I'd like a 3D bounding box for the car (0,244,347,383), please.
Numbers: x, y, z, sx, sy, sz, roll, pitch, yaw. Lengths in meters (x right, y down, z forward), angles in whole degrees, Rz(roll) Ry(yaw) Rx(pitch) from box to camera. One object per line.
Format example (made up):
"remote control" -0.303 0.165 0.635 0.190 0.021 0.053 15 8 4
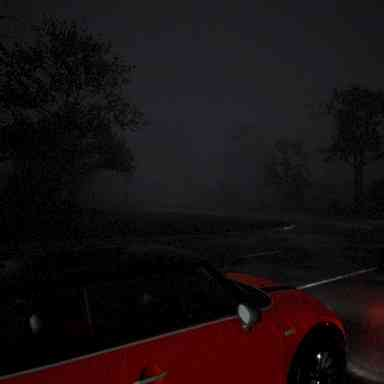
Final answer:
"car" -0.418 1.352 3.421 4.553 1.767 2.097 0 0 -35

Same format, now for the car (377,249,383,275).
"car" 6.788 1.601 8.550 4.718 1.301 1.895 0 0 -36
